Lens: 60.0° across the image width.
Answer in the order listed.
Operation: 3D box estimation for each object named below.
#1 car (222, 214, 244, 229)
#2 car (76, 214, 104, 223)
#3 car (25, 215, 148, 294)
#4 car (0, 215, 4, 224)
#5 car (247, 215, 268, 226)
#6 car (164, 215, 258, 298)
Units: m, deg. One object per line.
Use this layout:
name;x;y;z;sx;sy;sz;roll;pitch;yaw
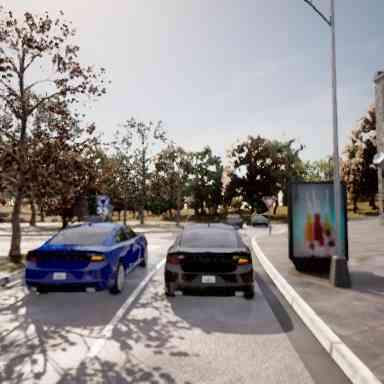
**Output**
car;4.636;3.328;37.995;2.128;1.511;4.902;0;-4;3
car;-16.920;4.461;55.360;4.181;1.385;1.994;0;-4;-8
car;-2.458;1.549;8.980;1.882;1.535;5.008;0;-1;3
car;-30.869;3.913;49.721;2.097;1.767;4.553;-3;-5;38
car;7.632;3.437;39.918;1.994;1.385;4.181;-3;-4;-4
car;0.453;1.533;8.674;1.882;1.535;5.008;0;-1;3
